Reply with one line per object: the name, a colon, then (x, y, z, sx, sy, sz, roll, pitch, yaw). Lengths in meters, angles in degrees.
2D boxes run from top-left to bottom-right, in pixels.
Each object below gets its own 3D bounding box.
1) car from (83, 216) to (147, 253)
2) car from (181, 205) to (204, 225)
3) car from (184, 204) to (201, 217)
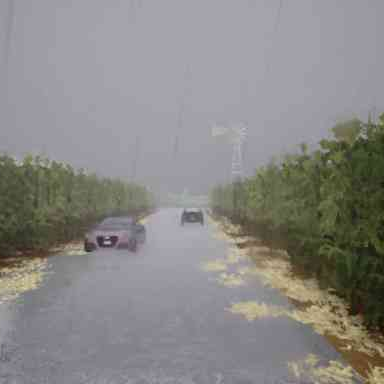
car: (-3.127, 1.743, 14.324, 1.994, 1.385, 4.181, 0, -2, 1)
car: (0.069, 2.010, 29.034, 1.882, 1.535, 5.008, 0, -1, 0)
car: (0.052, 2.262, 40.896, 1.994, 1.385, 4.181, 0, 0, 0)
